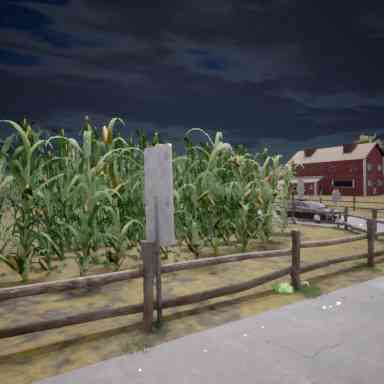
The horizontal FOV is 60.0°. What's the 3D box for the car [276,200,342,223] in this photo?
[{"bbox_3d":[8.382,1.342,24.215,1.837,1.490,4.892,-2,2,-34],"label":"car"}]
